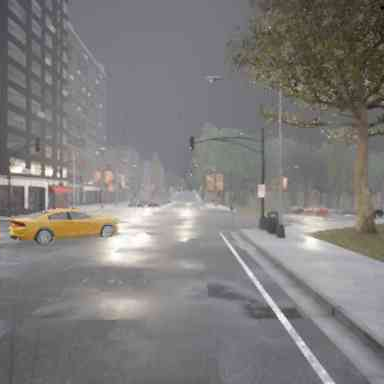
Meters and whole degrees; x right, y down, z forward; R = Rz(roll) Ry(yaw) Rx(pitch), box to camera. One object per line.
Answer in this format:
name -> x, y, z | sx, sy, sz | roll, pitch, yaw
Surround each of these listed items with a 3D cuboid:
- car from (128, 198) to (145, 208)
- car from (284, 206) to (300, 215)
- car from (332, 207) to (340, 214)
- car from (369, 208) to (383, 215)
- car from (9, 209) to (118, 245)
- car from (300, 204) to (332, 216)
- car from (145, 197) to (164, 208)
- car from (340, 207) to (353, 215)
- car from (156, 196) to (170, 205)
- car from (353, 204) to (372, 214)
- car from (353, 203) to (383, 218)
car -> -9.797, 1.805, 57.829 | 2.097, 1.767, 4.553 | 0, -1, 1
car -> 16.124, 2.825, 51.535 | 4.674, 1.442, 1.812 | 2, -2, -44
car -> 27.043, 3.481, 62.426 | 1.895, 1.301, 4.718 | 0, -2, 45
car -> 39.001, 4.037, 69.828 | 1.895, 1.301, 4.718 | 0, -3, 45
car -> -5.977, 1.551, 16.032 | 5.008, 1.535, 1.882 | 0, 0, -44
car -> 18.371, 2.638, 49.186 | 4.553, 1.767, 2.097 | 3, -2, -45
car -> -6.545, 2.054, 57.910 | 1.895, 1.301, 4.718 | 0, -1, 1
car -> 28.677, 3.392, 59.466 | 1.994, 1.385, 4.181 | 0, -2, 45
car -> -6.524, 2.166, 72.612 | 1.837, 1.490, 4.892 | 0, -1, 0
car -> 37.308, 3.701, 72.736 | 2.150, 2.045, 5.566 | 0, -3, 45
car -> 24.946, 2.589, 46.504 | 2.150, 2.045, 5.566 | 0, -2, 45
